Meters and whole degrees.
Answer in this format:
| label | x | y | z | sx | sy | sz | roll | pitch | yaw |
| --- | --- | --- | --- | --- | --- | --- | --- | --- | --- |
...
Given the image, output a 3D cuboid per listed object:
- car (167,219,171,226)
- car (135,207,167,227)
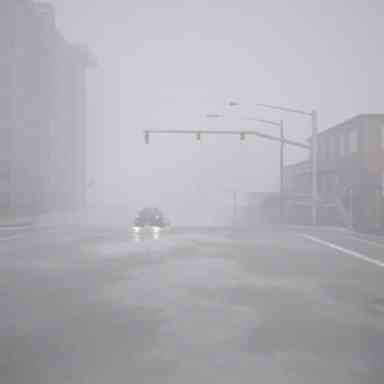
| label | x | y | z | sx | sy | sz | roll | pitch | yaw |
| --- | --- | --- | --- | --- | --- | --- | --- | --- | --- |
| car | -3.595 | 3.721 | 38.909 | 2.097 | 1.767 | 4.553 | 0 | -12 | 0 |
| car | -3.597 | 2.112 | 28.854 | 2.097 | 1.767 | 4.553 | 0 | -5 | 0 |
